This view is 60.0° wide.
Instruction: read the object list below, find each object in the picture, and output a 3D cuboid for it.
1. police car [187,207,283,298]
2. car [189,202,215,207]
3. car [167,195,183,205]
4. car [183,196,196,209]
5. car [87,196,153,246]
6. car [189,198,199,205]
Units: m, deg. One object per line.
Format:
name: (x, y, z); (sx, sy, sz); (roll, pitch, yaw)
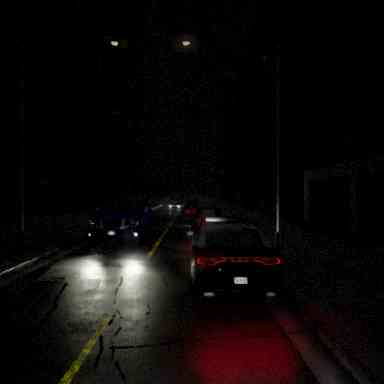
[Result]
police car: (0.899, 1.427, 8.707); (1.930, 1.638, 5.238); (0, 0, 0)
car: (0.898, 1.533, 18.598); (1.812, 1.442, 4.674); (0, 0, 0)
car: (-3.081, 1.567, 59.285); (1.812, 1.442, 4.674); (0, 0, 0)
car: (0.012, 1.632, 46.005); (1.895, 1.301, 4.718); (0, 0, 1)
car: (-3.103, 1.226, 15.566); (2.150, 2.045, 5.566); (0, 0, 0)
car: (0.897, 1.489, 24.598); (1.882, 1.535, 5.008); (0, 0, 0)
